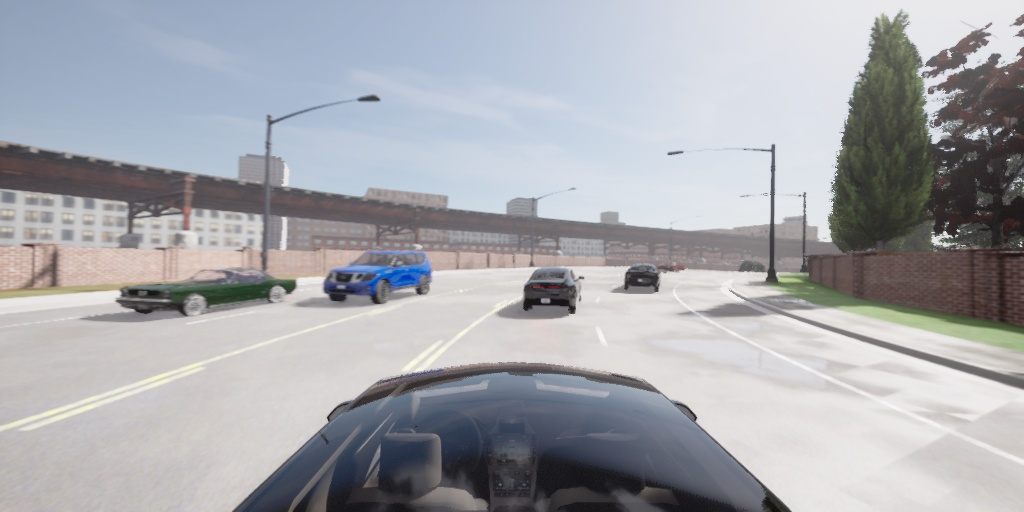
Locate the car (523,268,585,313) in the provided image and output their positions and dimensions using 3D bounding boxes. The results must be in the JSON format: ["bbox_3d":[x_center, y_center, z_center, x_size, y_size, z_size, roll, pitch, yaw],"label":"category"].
[{"bbox_3d":[1.691,1.196,14.003,1.837,1.490,4.892,-1,0,14],"label":"car"}]

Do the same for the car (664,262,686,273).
[{"bbox_3d":[20.246,1.395,45.359,4.718,1.301,1.895,0,0,-43],"label":"car"}]

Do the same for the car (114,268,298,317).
[{"bbox_3d":[-9.638,1.073,11.881,1.895,1.301,4.718,1,0,10],"label":"car"}]

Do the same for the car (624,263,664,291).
[{"bbox_3d":[8.182,1.214,22.225,1.882,1.535,5.008,0,0,25],"label":"car"}]

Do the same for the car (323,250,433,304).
[{"bbox_3d":[-5.400,0.759,15.410,2.150,2.045,5.566,1,0,14],"label":"car"}]

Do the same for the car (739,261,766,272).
[{"bbox_3d":[36.318,1.513,54.063,4.553,1.767,2.097,2,-1,-35],"label":"car"}]
